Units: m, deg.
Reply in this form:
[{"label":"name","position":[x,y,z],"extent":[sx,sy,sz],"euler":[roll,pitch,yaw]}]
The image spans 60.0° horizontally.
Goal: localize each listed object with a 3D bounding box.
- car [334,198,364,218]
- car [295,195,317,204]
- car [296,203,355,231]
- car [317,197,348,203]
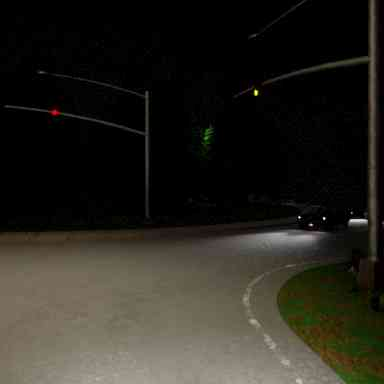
[{"label":"car","position":[13.811,1.537,29.127],"extent":[1.994,1.385,4.181],"euler":[0,0,22]},{"label":"car","position":[19.488,1.325,56.404],"extent":[2.097,1.767,4.553],"euler":[0,0,-16]},{"label":"car","position":[8.311,1.574,20.792],"extent":[1.895,1.301,4.718],"euler":[0,0,42]},{"label":"car","position":[16.522,1.478,39.048],"extent":[1.837,1.490,4.892],"euler":[0,0,8]}]
